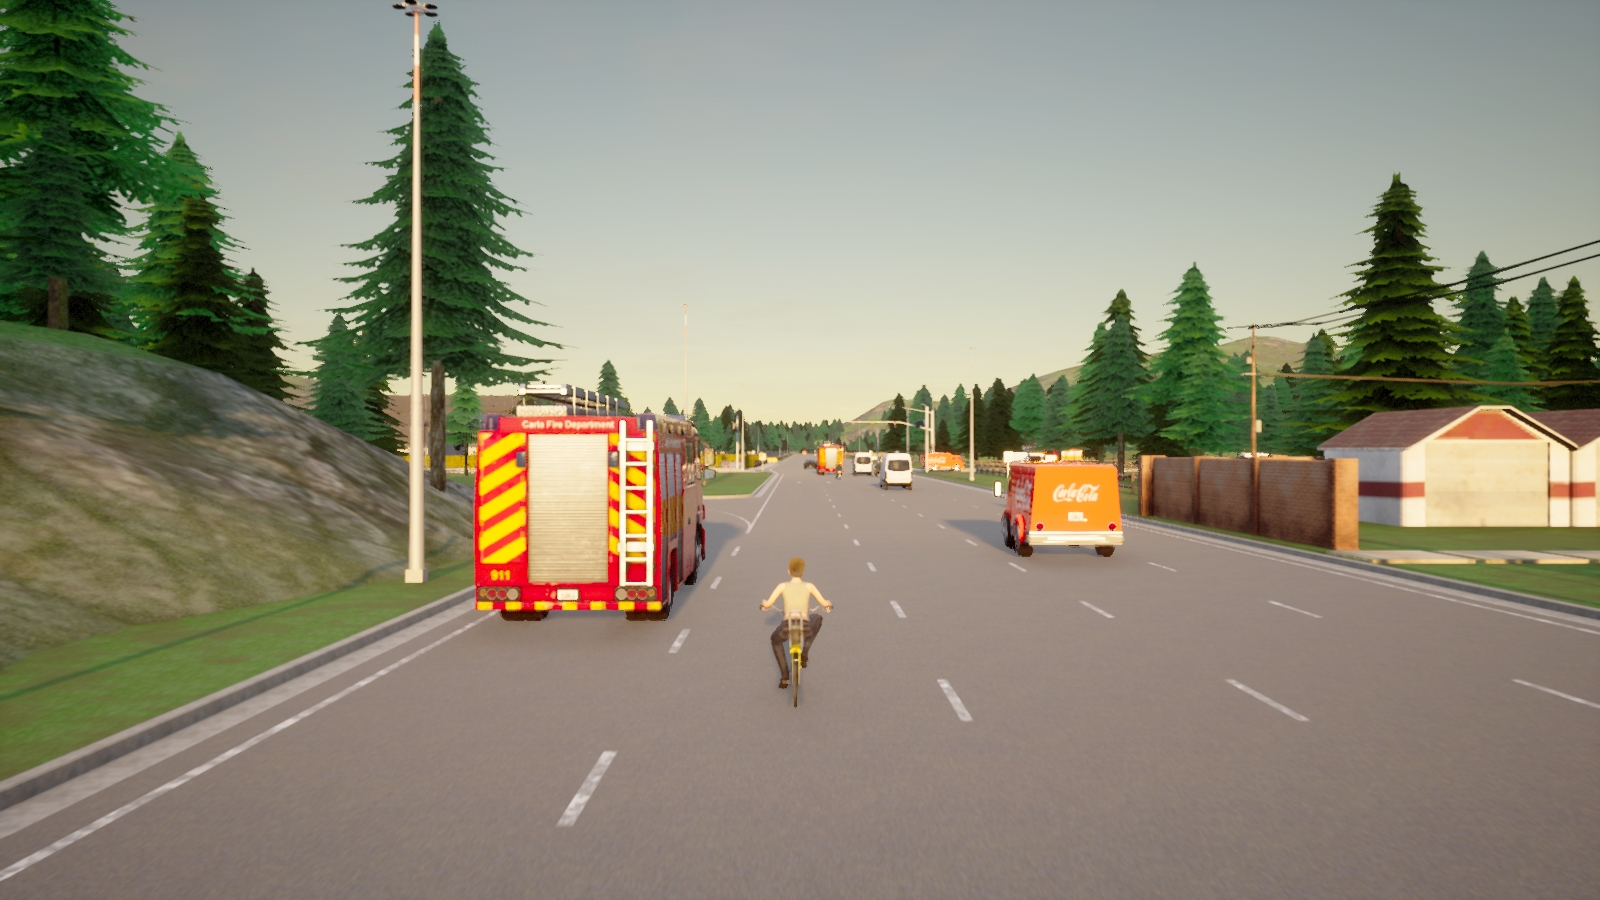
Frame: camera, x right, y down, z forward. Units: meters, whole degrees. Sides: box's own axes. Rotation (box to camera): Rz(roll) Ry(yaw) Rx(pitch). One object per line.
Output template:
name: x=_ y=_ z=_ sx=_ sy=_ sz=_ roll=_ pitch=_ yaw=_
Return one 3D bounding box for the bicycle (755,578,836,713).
bicycle: x=-0.041 y=2.162 z=12.887 sx=0.859 sy=1.276 sz=1.487 roll=0 pitch=0 yaw=0

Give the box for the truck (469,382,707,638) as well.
truck: x=-3.518 y=0.897 z=21.336 sx=2.891 sy=3.827 sz=8.468 roll=0 pitch=0 yaw=0

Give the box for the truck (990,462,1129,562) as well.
truck: x=6.968 y=1.577 z=31.381 sx=2.627 sy=2.467 sz=5.204 roll=0 pitch=0 yaw=0
